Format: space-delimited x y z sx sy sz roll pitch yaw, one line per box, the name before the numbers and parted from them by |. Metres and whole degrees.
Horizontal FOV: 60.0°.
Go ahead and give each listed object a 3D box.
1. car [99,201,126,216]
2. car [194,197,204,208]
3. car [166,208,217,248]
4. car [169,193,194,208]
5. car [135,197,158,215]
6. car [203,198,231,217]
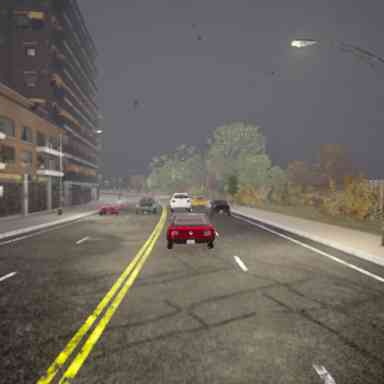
car | -7.662 1.593 32.131 1.895 1.301 4.718 0 0 -4
car | 0.985 1.408 47.762 1.882 1.535 5.008 0 0 -5
car | -0.109 1.588 14.742 1.895 1.301 4.718 0 0 -2
car | -1.401 1.179 38.647 2.150 2.045 5.566 0 0 -5
car | -4.502 1.330 33.527 2.097 1.767 4.553 0 0 -4
car | 2.372 1.458 30.804 1.837 1.490 4.892 0 -1 -3
